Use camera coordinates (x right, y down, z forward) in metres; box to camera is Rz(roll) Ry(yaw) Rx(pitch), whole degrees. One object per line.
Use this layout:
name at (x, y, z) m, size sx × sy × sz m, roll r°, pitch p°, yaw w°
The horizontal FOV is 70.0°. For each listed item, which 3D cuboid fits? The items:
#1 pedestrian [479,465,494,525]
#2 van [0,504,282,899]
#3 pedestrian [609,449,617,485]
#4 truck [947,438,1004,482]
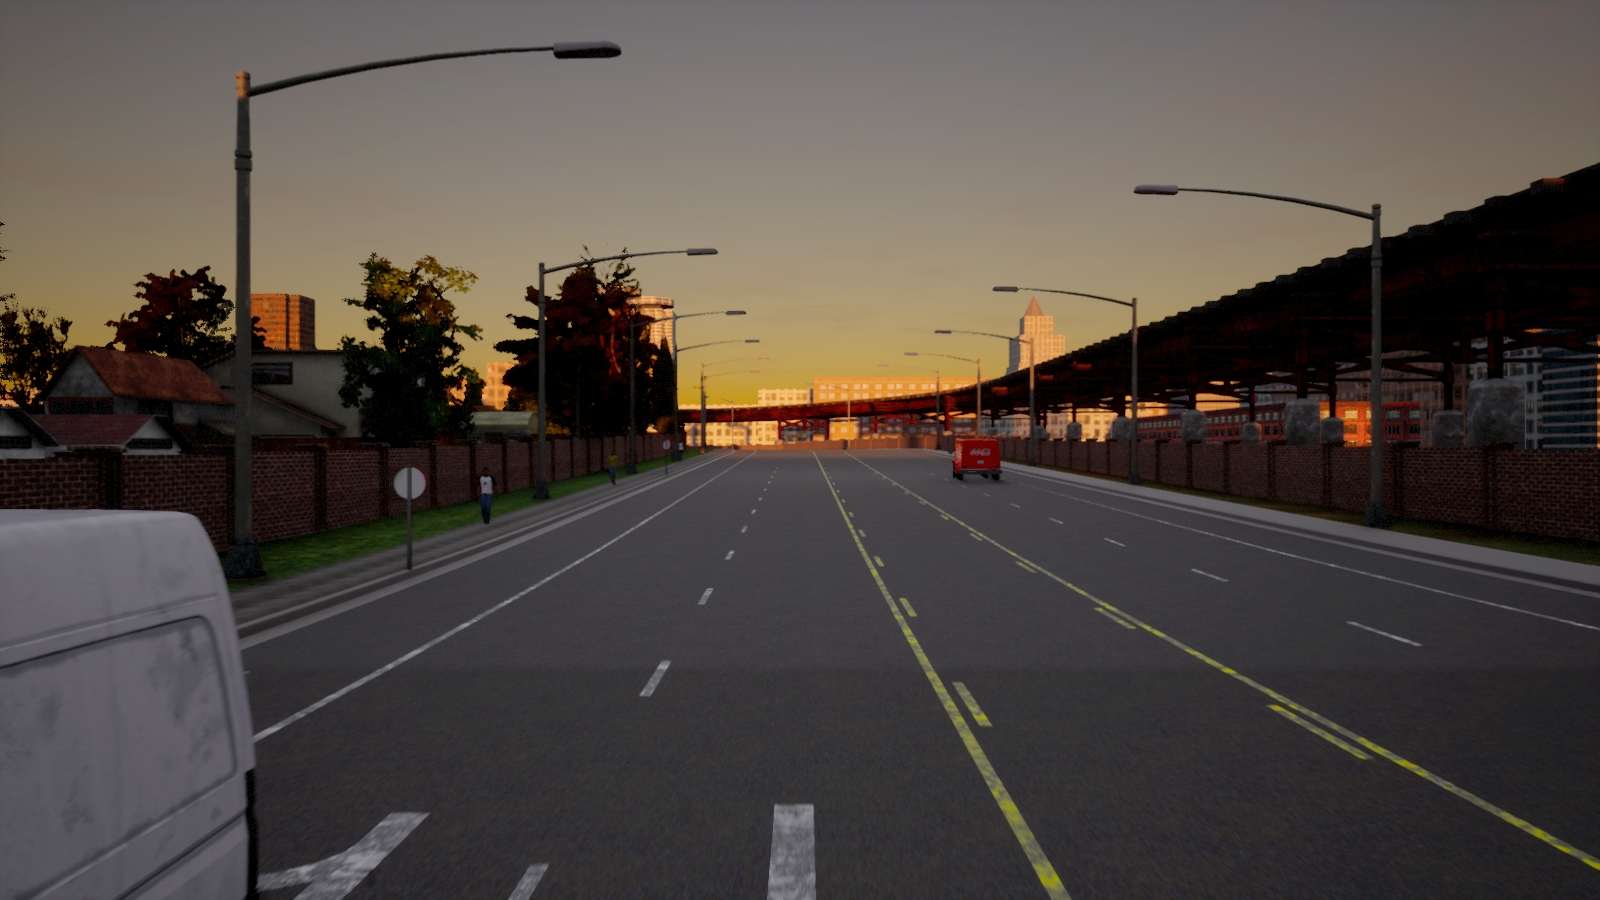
pedestrian at (-9.816, 1.393, 35.799) m, size 0.375 × 1.860 × 0.375 m, roll 0°, pitch 0°, yaw -2°
van at (-3.495, 1.535, 2.552) m, size 1.988 × 2.561 × 5.915 m, roll 0°, pitch 0°, yaw 0°
pedestrian at (-9.620, 0.882, 58.834) m, size 0.375 × 1.860 × 0.375 m, roll 0°, pitch 0°, yaw -1°
truck at (10.500, 0.533, 68.919) m, size 2.627 × 2.467 × 5.204 m, roll 0°, pitch 1°, yaw 0°
